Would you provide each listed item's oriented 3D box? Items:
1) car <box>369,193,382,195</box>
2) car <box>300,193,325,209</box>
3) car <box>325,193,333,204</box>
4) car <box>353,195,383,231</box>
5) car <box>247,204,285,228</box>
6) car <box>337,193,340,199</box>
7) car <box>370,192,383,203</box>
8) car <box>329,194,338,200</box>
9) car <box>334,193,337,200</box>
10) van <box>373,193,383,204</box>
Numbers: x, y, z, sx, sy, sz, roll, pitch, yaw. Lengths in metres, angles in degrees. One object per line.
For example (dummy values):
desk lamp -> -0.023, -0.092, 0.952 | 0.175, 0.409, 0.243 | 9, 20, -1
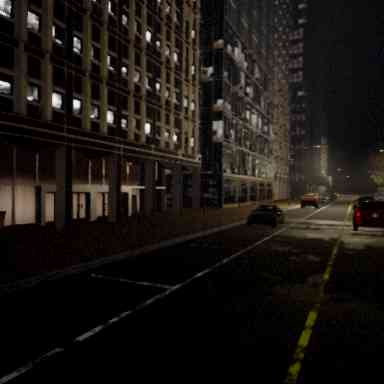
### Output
car -> 17.442, 1.193, 33.246 | 2.097, 1.767, 4.553 | 1, 0, 27
car -> 14.647, 1.079, 40.881 | 2.192, 1.841, 5.009 | 1, 1, 26
car -> 22.048, 1.237, 55.832 | 2.008, 1.369, 4.403 | 1, 1, 26
car -> 10.625, 1.261, 19.488 | 2.097, 1.767, 4.553 | 1, 0, 27
car -> 4.775, 1.443, 20.955 | 1.802, 1.307, 4.206 | 1, 1, 26
car -> 31.921, 1.006, 75.764 | 1.967, 1.590, 4.097 | 1, 1, 26
car -> 34.508, 1.023, 61.774 | 2.192, 1.841, 5.009 | 1, 1, 26
car -> 34.386, 1.098, 80.747 | 1.947, 1.339, 4.313 | 1, 1, 26
car -> 26.984, 1.194, 65.799 | 1.947, 1.339, 4.313 | 1, 1, 26
van -> 32.040, 1.078, 56.792 | 1.690, 1.788, 3.998 | 1, 1, 26
